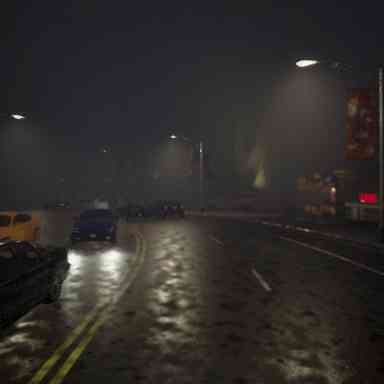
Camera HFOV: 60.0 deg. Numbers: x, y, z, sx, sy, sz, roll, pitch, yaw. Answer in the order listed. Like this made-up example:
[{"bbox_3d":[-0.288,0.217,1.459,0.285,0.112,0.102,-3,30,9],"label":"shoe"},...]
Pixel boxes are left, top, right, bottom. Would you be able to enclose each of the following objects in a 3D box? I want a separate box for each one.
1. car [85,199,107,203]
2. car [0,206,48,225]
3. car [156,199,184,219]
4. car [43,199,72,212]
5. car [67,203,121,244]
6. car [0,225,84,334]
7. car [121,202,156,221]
[{"bbox_3d":[-12.335,1.654,42.188,4.674,1.442,1.812,0,0,41],"label":"car"},{"bbox_3d":[-7.461,1.518,12.911,1.882,1.535,5.008,0,0,-7],"label":"car"},{"bbox_3d":[-2.578,1.443,30.606,2.097,1.767,4.553,0,0,-31],"label":"car"},{"bbox_3d":[-16.690,1.653,41.198,4.674,1.442,1.812,0,0,37],"label":"car"},{"bbox_3d":[-4.583,1.527,16.161,1.882,1.535,5.008,0,0,-12],"label":"car"},{"bbox_3d":[-3.663,1.565,5.497,2.033,1.411,5.357,0,0,-2],"label":"car"},{"bbox_3d":[-5.232,1.578,28.284,2.128,1.511,4.902,0,0,-29],"label":"car"}]
